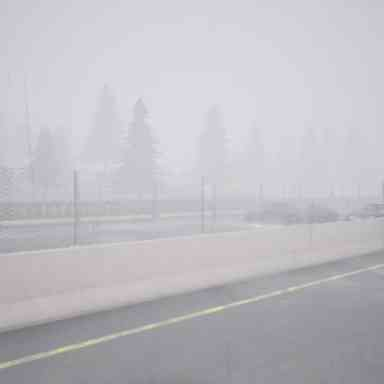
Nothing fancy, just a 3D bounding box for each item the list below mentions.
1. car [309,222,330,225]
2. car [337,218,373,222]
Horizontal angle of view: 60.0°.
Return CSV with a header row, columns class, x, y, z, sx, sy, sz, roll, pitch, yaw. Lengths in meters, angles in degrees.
class,x,y,z,sx,sy,sz,roll,pitch,yaw
car,8.222,1.515,22.687,4.181,1.385,1.994,0,0,-35
car,11.385,1.444,20.638,4.902,1.511,2.128,0,0,-35
